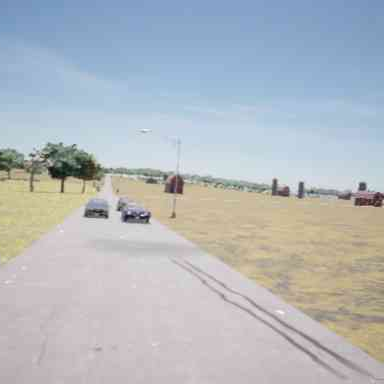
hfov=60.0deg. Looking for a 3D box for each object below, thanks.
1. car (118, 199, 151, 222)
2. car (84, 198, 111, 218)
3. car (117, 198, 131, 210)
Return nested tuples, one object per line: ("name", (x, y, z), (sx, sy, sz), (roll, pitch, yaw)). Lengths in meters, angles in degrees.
("car", (-4.343, 1.518, 25.495), (1.895, 1.301, 4.718), (5, -1, -14))
("car", (-7.525, 1.223, 26.566), (2.033, 1.411, 5.357), (5, -1, -15))
("car", (-7.360, 1.374, 37.025), (2.033, 1.411, 5.357), (5, -1, -14))
